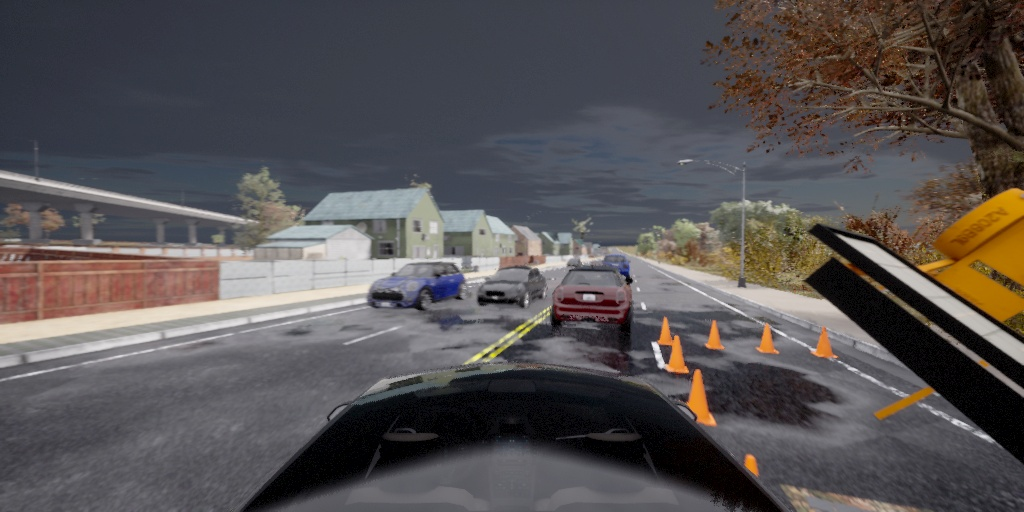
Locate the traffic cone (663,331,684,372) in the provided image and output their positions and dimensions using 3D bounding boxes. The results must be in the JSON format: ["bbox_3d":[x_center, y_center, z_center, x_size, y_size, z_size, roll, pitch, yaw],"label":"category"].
[{"bbox_3d":[2.917,1.712,6.357,0.340,0.580,0.340,0,0,18],"label":"traffic cone"}]

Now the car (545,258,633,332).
[{"bbox_3d":[2.637,1.084,11.230,2.097,1.767,4.553,1,0,18],"label":"car"}]

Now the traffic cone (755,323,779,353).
[{"bbox_3d":[5.433,1.730,7.648,0.340,0.580,0.340,0,0,18],"label":"traffic cone"}]

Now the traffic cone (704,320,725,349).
[{"bbox_3d":[4.482,1.719,7.954,0.340,0.580,0.340,0,0,18],"label":"traffic cone"}]

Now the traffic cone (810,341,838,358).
[{"bbox_3d":[6.385,1.740,7.340,0.340,0.580,0.340,0,0,18],"label":"traffic cone"}]

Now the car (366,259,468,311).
[{"bbox_3d":[-3.503,1.015,14.015,2.097,1.767,4.553,1,0,18],"label":"car"}]

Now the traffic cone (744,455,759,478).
[{"bbox_3d":[1.690,1.718,2.550,0.340,0.580,0.340,0,0,18],"label":"traffic cone"}]

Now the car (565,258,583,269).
[{"bbox_3d":[9.341,1.067,53.776,1.837,1.490,4.892,1,1,18],"label":"car"}]

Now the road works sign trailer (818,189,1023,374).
[{"bbox_3d":[5.532,-0.798,3.920,2.880,3.560,2.380,0,0,-28],"label":"road works sign trailer"}]

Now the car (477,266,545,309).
[{"bbox_3d":[0.148,1.198,14.757,1.837,1.490,4.892,1,0,18],"label":"car"}]

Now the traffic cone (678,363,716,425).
[{"bbox_3d":[2.303,1.715,4.454,0.340,0.580,0.340,0,0,18],"label":"traffic cone"}]

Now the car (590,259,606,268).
[{"bbox_3d":[13.451,1.151,55.886,1.994,1.385,4.181,1,0,18],"label":"car"}]

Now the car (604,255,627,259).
[{"bbox_3d":[8.675,0.915,29.948,2.150,2.045,5.566,1,0,18],"label":"car"}]

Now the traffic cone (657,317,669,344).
[{"bbox_3d":[3.531,1.709,8.261,0.340,0.580,0.340,0,0,18],"label":"traffic cone"}]
